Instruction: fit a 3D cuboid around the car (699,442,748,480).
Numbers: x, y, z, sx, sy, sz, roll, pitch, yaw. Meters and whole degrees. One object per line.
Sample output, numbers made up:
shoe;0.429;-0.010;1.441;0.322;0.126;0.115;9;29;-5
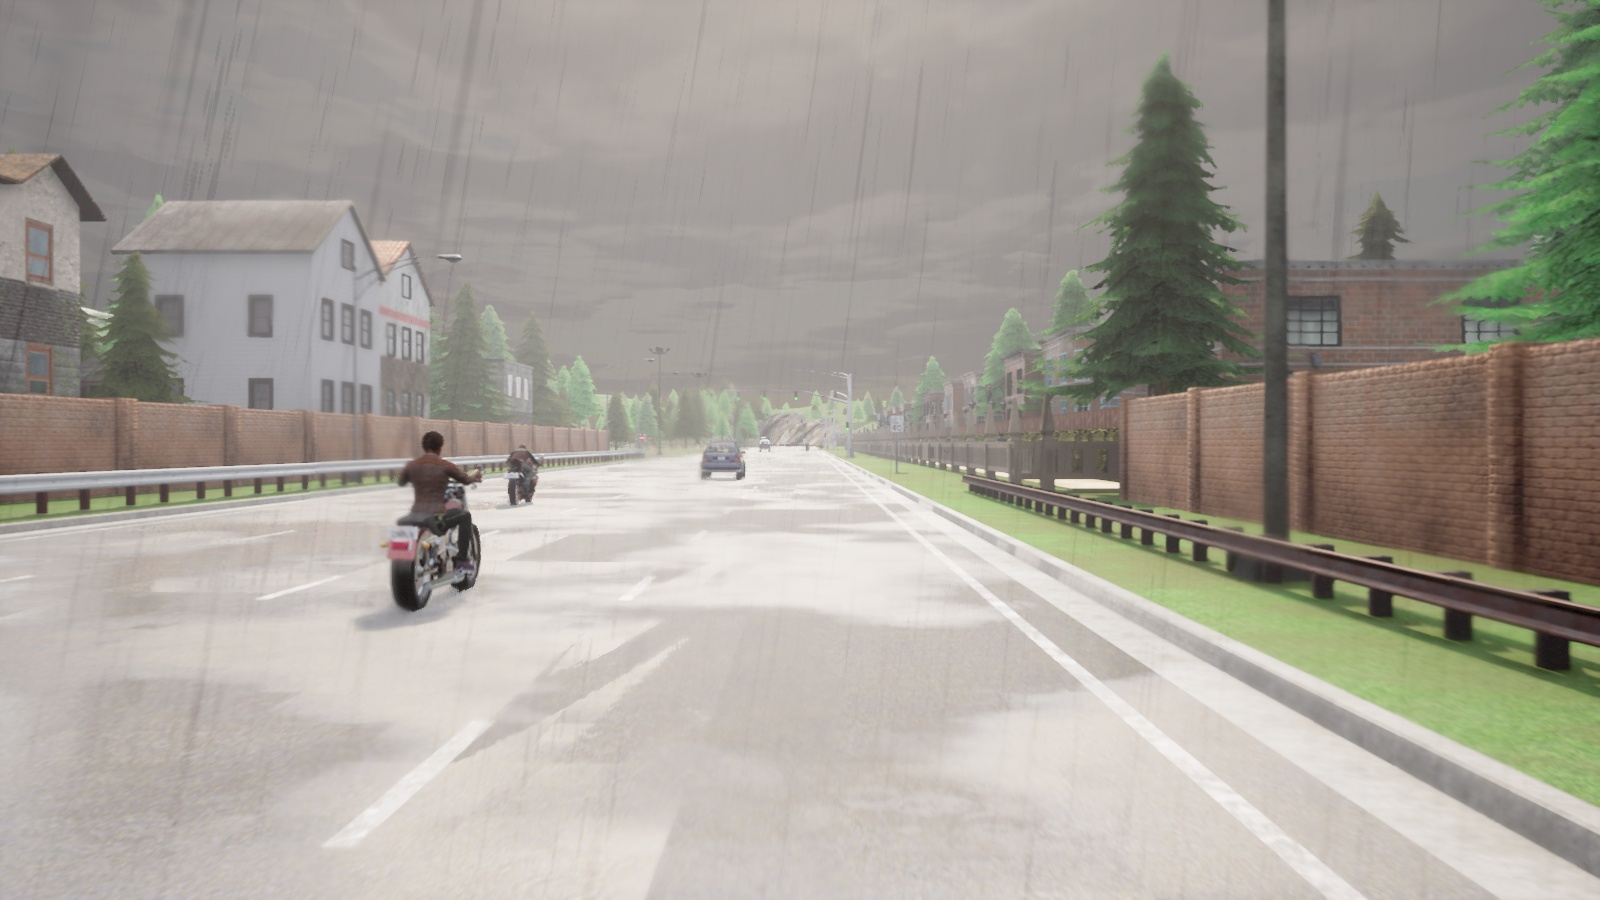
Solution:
car;-3.185;0.425;52.801;1.789;1.549;3.705;0;0;0

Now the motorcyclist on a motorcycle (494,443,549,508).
motorcyclist on a motorcycle;-6.810;0.602;30.838;0.866;1.530;2.191;0;0;0

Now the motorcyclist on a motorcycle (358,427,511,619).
motorcyclist on a motorcycle;-3.417;0.626;11.992;0.766;1.649;2.350;0;0;0
